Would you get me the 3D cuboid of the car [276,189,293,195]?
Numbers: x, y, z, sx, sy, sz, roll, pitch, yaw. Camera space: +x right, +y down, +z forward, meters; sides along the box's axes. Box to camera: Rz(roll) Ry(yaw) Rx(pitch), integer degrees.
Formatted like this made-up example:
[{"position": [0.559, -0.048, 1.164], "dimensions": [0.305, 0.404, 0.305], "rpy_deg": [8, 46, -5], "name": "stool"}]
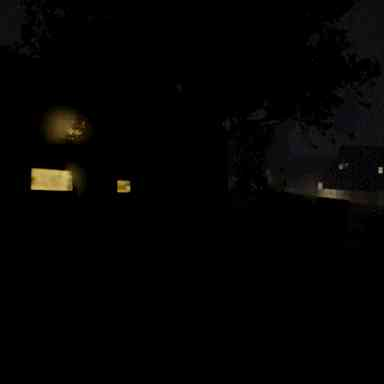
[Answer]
[{"position": [14.101, 0.263, 51.868], "dimensions": [2.033, 1.411, 5.357], "rpy_deg": [1, 2, -3], "name": "car"}]
